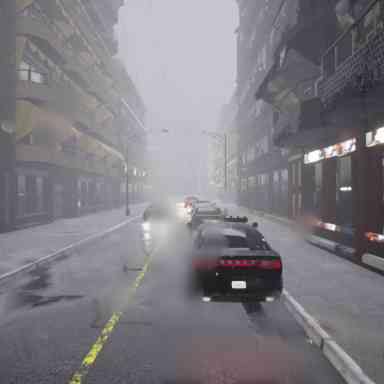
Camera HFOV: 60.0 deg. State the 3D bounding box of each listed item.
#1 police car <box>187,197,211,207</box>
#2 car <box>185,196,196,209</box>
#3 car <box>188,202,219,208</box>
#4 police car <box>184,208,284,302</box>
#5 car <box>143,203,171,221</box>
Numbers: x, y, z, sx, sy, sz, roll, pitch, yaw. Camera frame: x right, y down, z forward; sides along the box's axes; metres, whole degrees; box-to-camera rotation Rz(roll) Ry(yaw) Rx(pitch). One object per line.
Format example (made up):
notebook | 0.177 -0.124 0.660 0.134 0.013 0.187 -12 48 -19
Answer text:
police car | 0.825 1.434 24.437 1.930 1.638 5.238 0 0 0
car | 0.034 1.383 47.121 2.097 1.767 4.553 0 0 0
car | 0.825 1.511 18.327 1.837 1.490 4.892 0 0 0
police car | 0.825 1.427 8.436 1.930 1.638 5.238 0 0 0
car | -2.750 1.574 26.801 1.994 1.385 4.181 0 0 0
